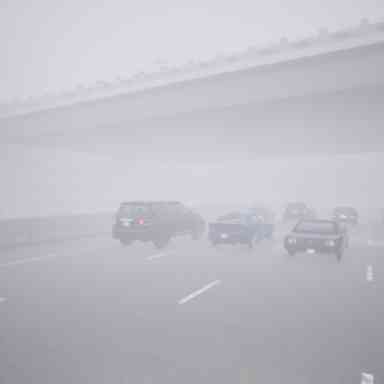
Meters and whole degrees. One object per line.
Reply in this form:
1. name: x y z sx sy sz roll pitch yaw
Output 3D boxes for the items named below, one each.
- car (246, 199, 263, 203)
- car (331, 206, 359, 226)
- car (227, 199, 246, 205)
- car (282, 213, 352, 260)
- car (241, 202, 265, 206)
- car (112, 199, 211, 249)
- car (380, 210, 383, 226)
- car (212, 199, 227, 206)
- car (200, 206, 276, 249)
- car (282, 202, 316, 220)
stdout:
1. car: 12.499 2.186 64.081 1.837 1.490 4.892 0 -1 29
2. car: 11.841 1.816 25.825 2.033 1.411 5.357 0 -1 28
3. car: 9.411 2.206 65.717 2.128 1.511 4.902 0 -1 29
4. car: 5.088 1.741 13.235 1.895 1.301 4.718 0 -1 29
5. car: 6.105 1.884 29.927 1.994 1.385 4.181 0 -1 29
6. car: -1.405 1.402 15.955 2.150 2.045 5.566 0 0 28
7. car: 15.388 1.748 25.021 2.128 1.511 4.902 0 -1 29
8. car: 6.327 2.251 67.351 1.812 1.442 4.674 0 -1 29
9. car: 2.491 1.648 15.778 1.882 1.535 5.008 0 0 29
10. car: 9.184 1.649 28.263 2.097 1.767 4.553 0 -1 29
